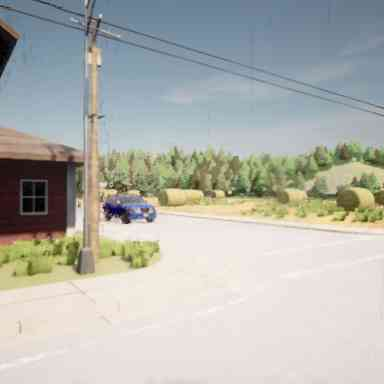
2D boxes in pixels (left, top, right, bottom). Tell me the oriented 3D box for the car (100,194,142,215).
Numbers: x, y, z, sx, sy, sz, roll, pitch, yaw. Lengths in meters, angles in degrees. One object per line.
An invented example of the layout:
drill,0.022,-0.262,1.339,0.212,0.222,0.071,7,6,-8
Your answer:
car,-7.433,1.204,34.528,2.150,2.045,5.566,0,0,-36

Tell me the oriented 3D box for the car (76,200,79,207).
car,-18.079,1.502,48.964,1.812,1.442,4.674,0,0,-36

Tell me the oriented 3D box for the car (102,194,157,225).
car,-4.743,1.202,24.637,2.150,2.045,5.566,0,0,-36
